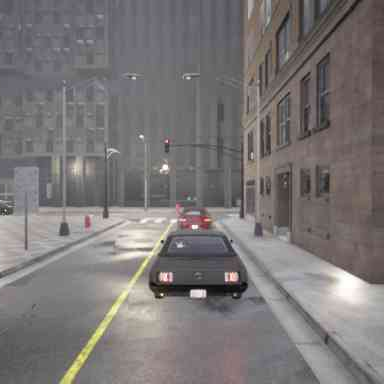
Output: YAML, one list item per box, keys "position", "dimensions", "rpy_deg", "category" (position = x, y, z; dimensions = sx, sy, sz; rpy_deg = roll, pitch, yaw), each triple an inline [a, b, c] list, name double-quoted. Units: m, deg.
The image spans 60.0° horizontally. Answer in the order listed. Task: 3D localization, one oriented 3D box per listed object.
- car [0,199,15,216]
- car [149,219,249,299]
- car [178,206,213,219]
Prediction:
- position: [-18.806, 1.174, 30.128]
  dimensions: [5.566, 2.045, 2.150]
  rpy_deg: [0, 0, 0]
  category: "car"
- position: [0.121, 1.595, 8.382]
  dimensions: [1.895, 1.301, 4.718]
  rpy_deg: [0, 0, 0]
  category: "car"
- position: [0.173, 1.513, 18.391]
  dimensions: [1.812, 1.442, 4.674]
  rpy_deg: [0, 0, 1]
  category: "car"
